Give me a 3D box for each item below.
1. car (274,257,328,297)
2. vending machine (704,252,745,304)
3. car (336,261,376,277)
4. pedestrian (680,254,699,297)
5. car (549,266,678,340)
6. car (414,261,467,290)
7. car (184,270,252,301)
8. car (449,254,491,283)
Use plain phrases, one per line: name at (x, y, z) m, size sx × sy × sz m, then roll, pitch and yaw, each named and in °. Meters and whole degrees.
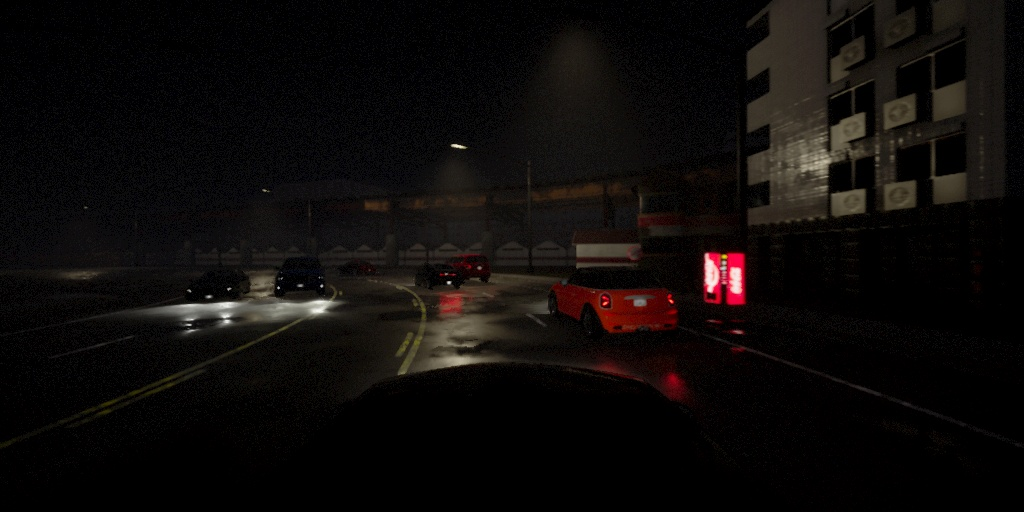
car at (-11.567, 1.081, 19.841) m, size 2.150 × 2.045 × 5.566 m, roll -1°, pitch 0°, yaw -28°
vending machine at (8.013, 0.845, 13.534) m, size 1.100 × 2.100 × 0.880 m, roll 0°, pitch 0°, yaw -13°
car at (-15.826, 1.229, 36.253) m, size 5.008 × 1.535 × 1.882 m, roll 0°, pitch -1°, yaw 36°
pedestrian at (7.353, 0.791, 14.839) m, size 0.375 × 1.860 × 0.375 m, roll 0°, pitch 0°, yaw -14°
car at (2.514, 1.054, 10.075) m, size 2.097 × 1.767 × 4.553 m, roll 0°, pitch 0°, yaw -9°
car at (-4.711, 1.231, 22.362) m, size 1.837 × 1.490 × 4.892 m, roll 2°, pitch 0°, yaw -28°
car at (-14.668, 1.413, 18.224) m, size 2.033 × 1.411 × 5.357 m, roll -1°, pitch 0°, yaw -28°
car at (-3.559, 0.907, 26.831) m, size 2.150 × 2.045 × 5.566 m, roll 0°, pitch 0°, yaw -30°
